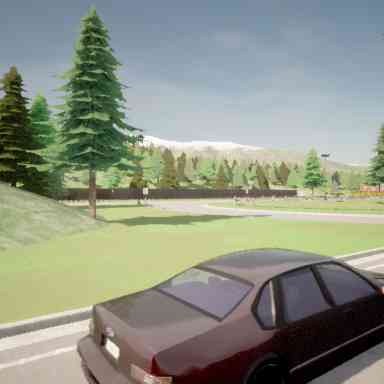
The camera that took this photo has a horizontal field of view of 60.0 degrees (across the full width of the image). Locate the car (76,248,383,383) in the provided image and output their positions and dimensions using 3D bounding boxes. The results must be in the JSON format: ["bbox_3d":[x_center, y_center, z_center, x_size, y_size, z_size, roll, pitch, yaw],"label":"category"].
[{"bbox_3d":[1.267,1.547,4.662,5.357,1.411,2.033,0,0,-36],"label":"car"}]
